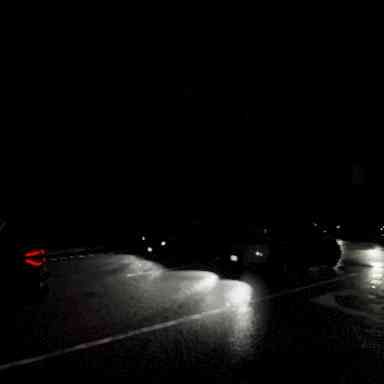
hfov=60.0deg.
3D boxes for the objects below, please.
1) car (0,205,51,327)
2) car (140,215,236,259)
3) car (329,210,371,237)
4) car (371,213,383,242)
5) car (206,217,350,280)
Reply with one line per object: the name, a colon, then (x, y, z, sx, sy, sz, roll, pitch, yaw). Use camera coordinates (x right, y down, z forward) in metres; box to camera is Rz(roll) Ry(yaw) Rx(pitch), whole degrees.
car: (-5.018, 1.216, 4.725, 5.566, 2.045, 2.150, 1, -1, -34)
car: (0.687, 1.635, 13.125, 5.357, 1.411, 2.033, 1, 0, -36)
car: (9.305, 1.759, 19.522, 5.357, 1.411, 2.033, 1, -1, -37)
car: (11.245, 1.684, 16.602, 5.008, 1.535, 1.882, 1, -1, -37)
car: (2.754, 1.649, 10.306, 4.181, 1.385, 1.994, 1, 0, -36)
